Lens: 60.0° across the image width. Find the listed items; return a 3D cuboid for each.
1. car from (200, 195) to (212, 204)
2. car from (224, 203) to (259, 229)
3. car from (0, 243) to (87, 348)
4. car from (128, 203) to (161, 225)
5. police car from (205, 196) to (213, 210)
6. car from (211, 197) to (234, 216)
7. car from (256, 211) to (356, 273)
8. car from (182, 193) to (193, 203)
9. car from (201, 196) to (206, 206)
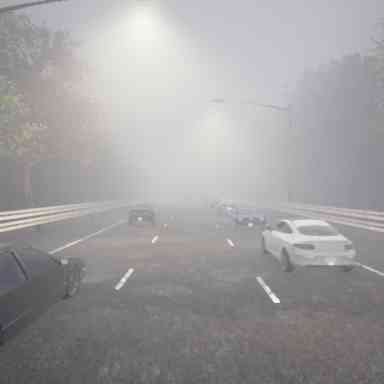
[{"bbox_3d":[2.764,1.538,65.858,2.033,1.649,4.856,0,0,-1],"label":"car"},{"bbox_3d":[3.442,1.641,21.744,1.895,1.301,4.718,0,0,0],"label":"car"},{"bbox_3d":[-3.401,1.559,5.403,2.033,1.411,5.357,0,0,0],"label":"car"},{"bbox_3d":[-3.485,1.551,24.585,1.837,1.490,4.892,0,0,0],"label":"car"},{"bbox_3d":[3.196,1.502,43.898,1.930,1.638,5.238,0,0,-1],"label":"police car"},{"bbox_3d":[3.342,1.563,32.782,2.163,1.488,4.792,0,0,-1],"label":"car"},{"bbox_3d":[3.496,1.546,10.677,1.812,1.442,4.674,0,0,0],"label":"car"},{"bbox_3d":[-0.953,1.279,74.694,2.150,2.045,5.566,0,0,-2],"label":"car"},{"bbox_3d":[3.004,1.640,54.824,2.033,1.411,5.357,0,0,-1],"label":"car"}]
